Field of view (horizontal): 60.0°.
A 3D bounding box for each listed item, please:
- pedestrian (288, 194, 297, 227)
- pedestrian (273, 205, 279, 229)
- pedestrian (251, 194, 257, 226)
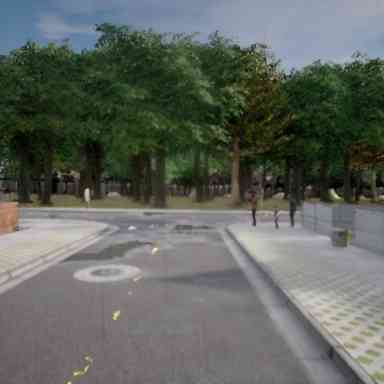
[{"bbox_3d":[5.510,1.010,18.396,0.375,1.860,0.375,-1,2,0],"label":"pedestrian"},{"bbox_3d":[4.510,1.293,17.804,0.375,1.300,0.375,-1,2,0],"label":"pedestrian"},{"bbox_3d":[3.510,1.016,18.996,0.375,1.860,0.375,-1,2,0],"label":"pedestrian"}]
